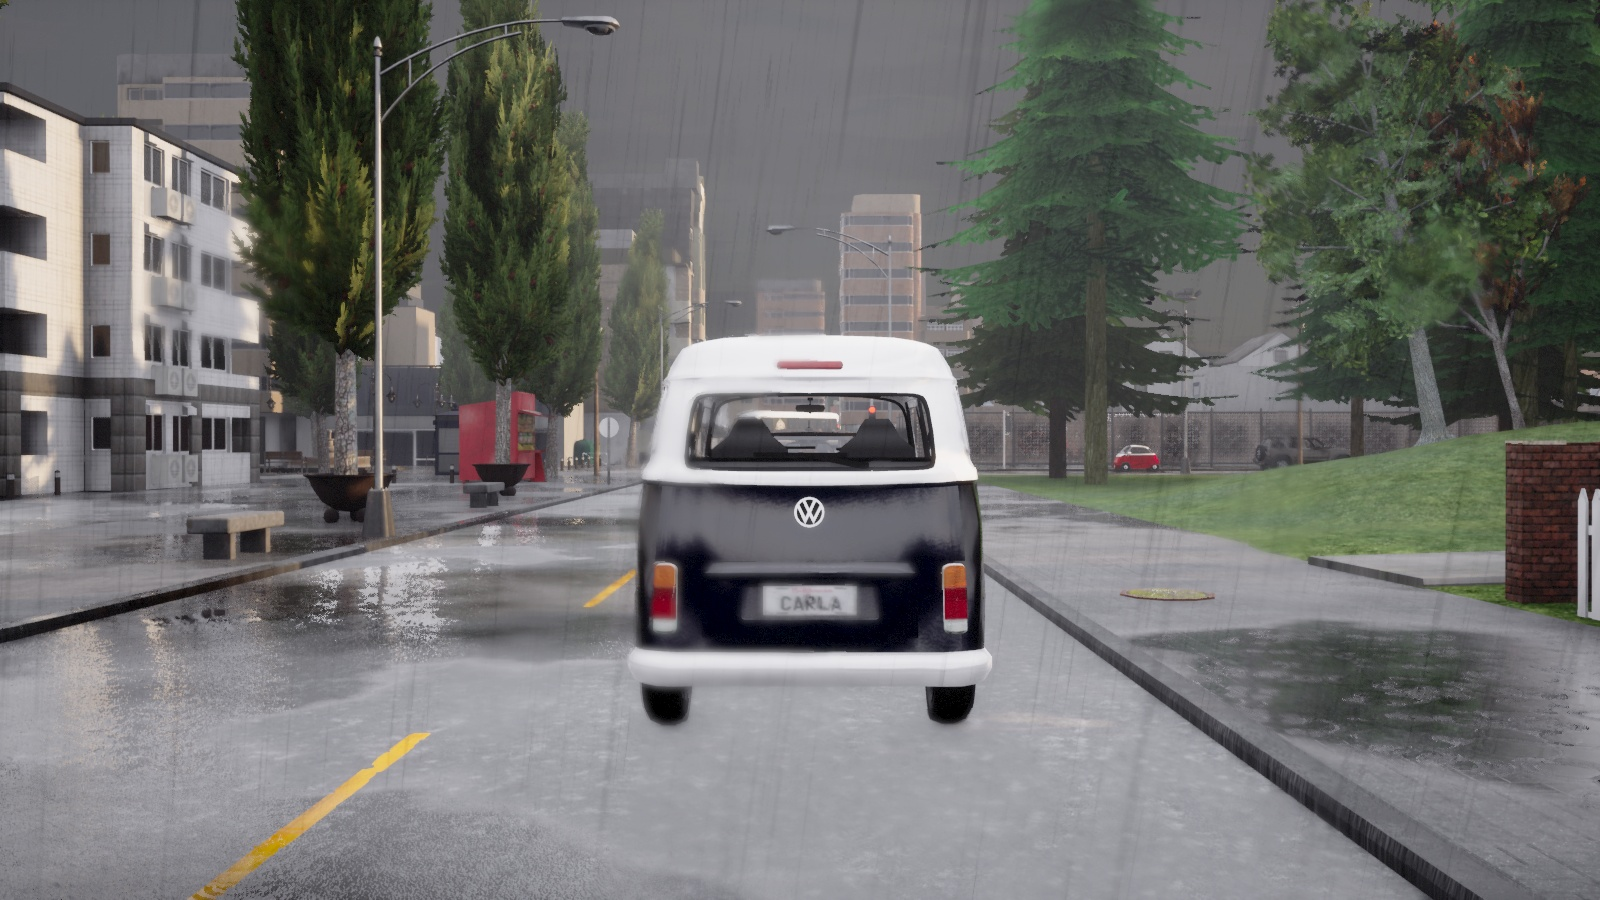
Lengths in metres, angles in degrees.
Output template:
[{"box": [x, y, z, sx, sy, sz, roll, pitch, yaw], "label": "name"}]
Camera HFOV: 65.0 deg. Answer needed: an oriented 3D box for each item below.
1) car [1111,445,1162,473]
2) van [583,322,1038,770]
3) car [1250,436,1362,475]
[{"box": [17.163, 0.453, 64.179, 2.207, 1.376, 1.481, 0, 0, 0], "label": "car"}, {"box": [0.064, 0.425, 7.961, 2.069, 2.038, 4.480, 0, 0, 0], "label": "van"}, {"box": [24.196, 0.243, 60.140, 4.605, 1.855, 1.932, 0, 0, 0], "label": "car"}]
